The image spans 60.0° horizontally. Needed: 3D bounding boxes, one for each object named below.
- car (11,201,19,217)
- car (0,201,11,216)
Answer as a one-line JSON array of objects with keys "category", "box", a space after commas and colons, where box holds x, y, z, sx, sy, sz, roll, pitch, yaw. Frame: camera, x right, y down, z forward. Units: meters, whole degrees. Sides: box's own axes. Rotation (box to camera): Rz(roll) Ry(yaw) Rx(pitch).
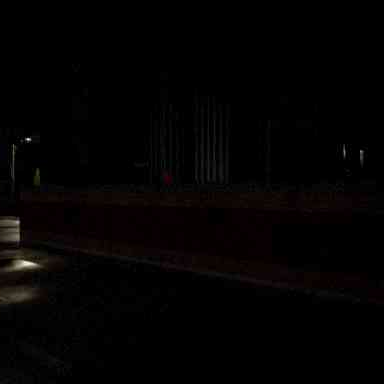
[{"category": "car", "box": [-12.217, 1.591, 28.783, 2.033, 1.411, 5.357, 0, 0, 37]}, {"category": "car", "box": [-16.375, 1.533, 29.061, 2.128, 1.511, 4.902, 0, 0, 37]}]
